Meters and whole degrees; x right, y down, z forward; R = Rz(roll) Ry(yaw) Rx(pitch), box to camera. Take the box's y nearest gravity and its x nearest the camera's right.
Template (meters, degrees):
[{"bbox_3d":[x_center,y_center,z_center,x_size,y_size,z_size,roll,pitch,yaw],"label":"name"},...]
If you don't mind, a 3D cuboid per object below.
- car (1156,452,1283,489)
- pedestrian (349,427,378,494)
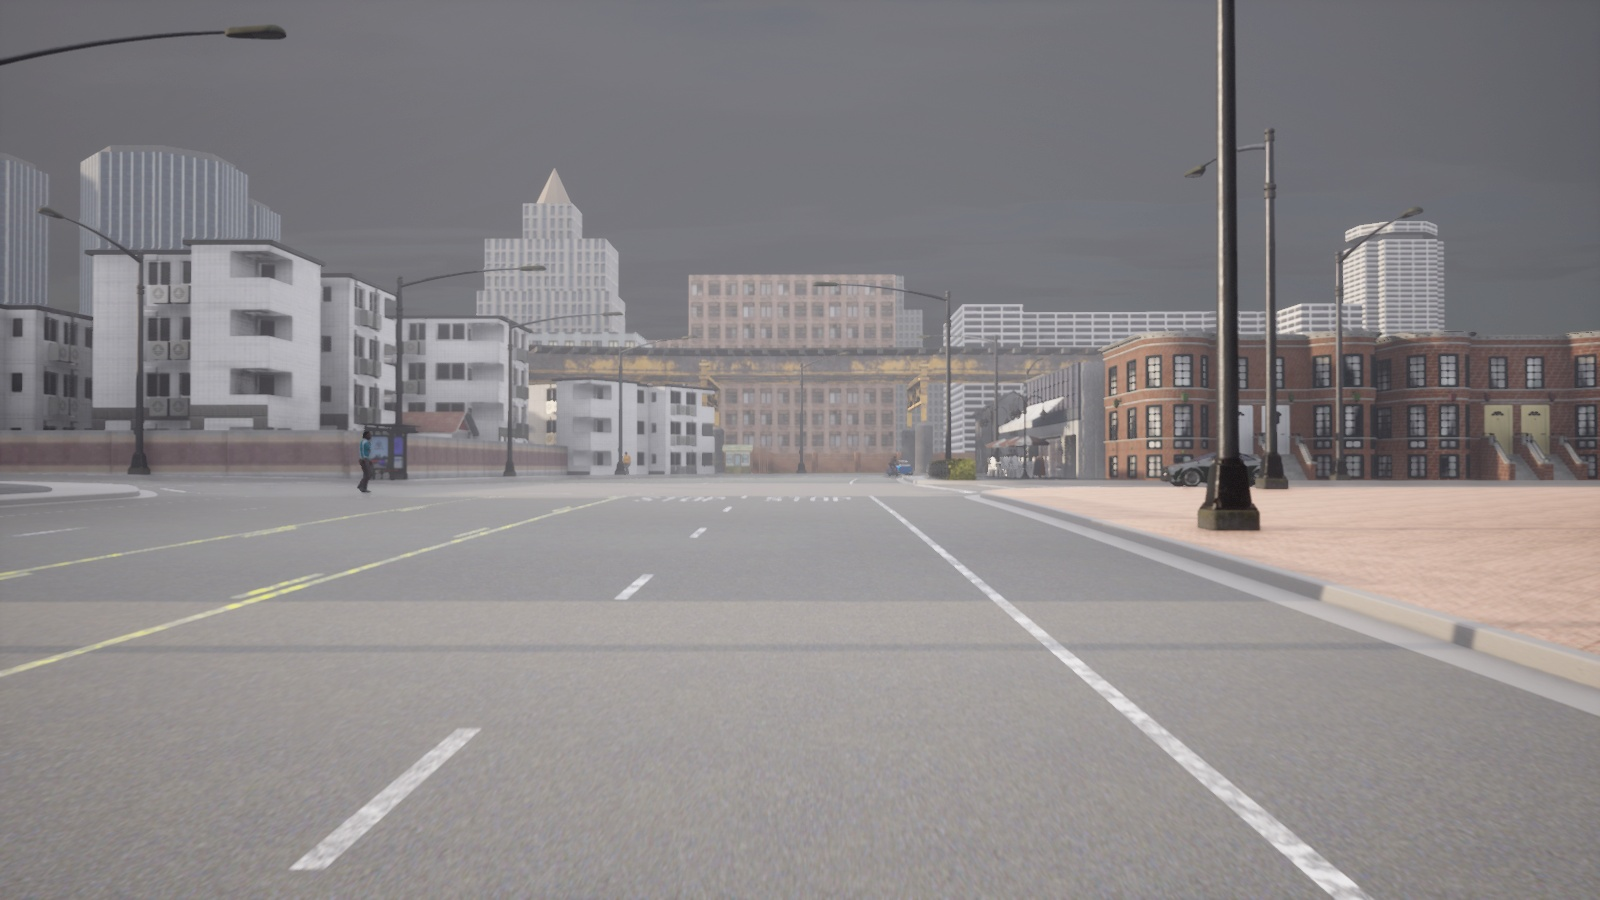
[{"bbox_3d":[15.977,0.778,47.994,4.181,1.385,1.994,0,-1,1],"label":"car"},{"bbox_3d":[-12.638,0.313,36.359,0.692,1.930,0.396,0,-1,-3],"label":"pedestrian"}]
